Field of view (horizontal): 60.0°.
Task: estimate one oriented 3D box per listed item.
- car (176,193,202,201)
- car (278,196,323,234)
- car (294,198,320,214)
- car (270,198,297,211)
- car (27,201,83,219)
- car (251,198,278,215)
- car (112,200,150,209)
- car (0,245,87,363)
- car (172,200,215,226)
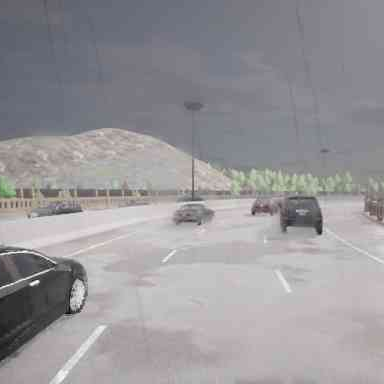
[{"bbox_3d":[-0.419,1.222,56.419,2.150,2.045,5.566,0,0,33],"label":"car"},{"bbox_3d":[6.364,1.223,19.719,2.150,2.045,5.566,0,0,15],"label":"car"},{"bbox_3d":[12.771,1.489,36.762,2.128,1.511,4.902,0,0,26],"label":"car"},{"bbox_3d":[11.756,1.545,42.522,2.033,1.411,5.357,0,0,31],"label":"car"},{"bbox_3d":[-10.352,1.491,25.414,2.128,1.511,4.902,0,0,16],"label":"car"},{"bbox_3d":[7.418,1.351,33.416,2.097,1.767,4.553,0,0,23],"label":"car"},{"bbox_3d":[-5.380,1.491,29.814,2.128,1.511,4.902,0,0,19],"label":"car"},{"bbox_3d":[-3.091,1.503,4.692,1.837,1.490,4.892,0,0,4],"label":"car"},{"bbox_3d":[0.215,1.547,23.740,2.033,1.411,5.357,0,0,17],"label":"car"}]
